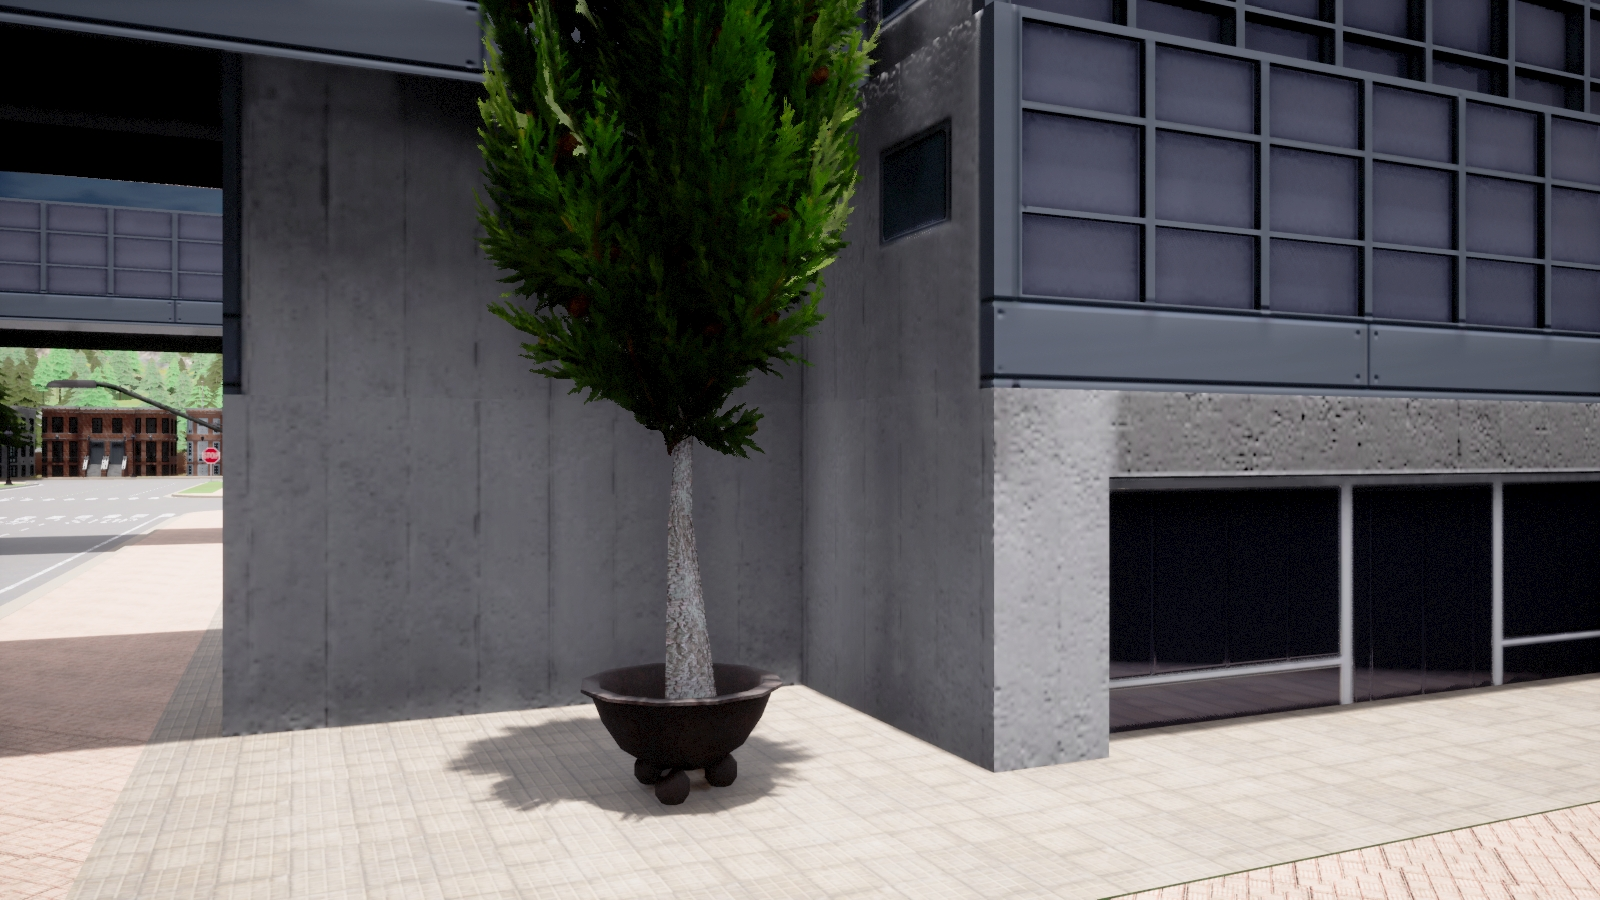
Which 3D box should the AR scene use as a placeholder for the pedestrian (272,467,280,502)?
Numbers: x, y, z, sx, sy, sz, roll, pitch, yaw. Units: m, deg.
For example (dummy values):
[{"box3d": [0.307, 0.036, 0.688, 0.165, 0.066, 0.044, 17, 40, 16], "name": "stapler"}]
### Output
[{"box3d": [-27.859, 1.849, 60.765, 0.375, 1.860, 0.375, 0, 0, -24], "name": "pedestrian"}]
